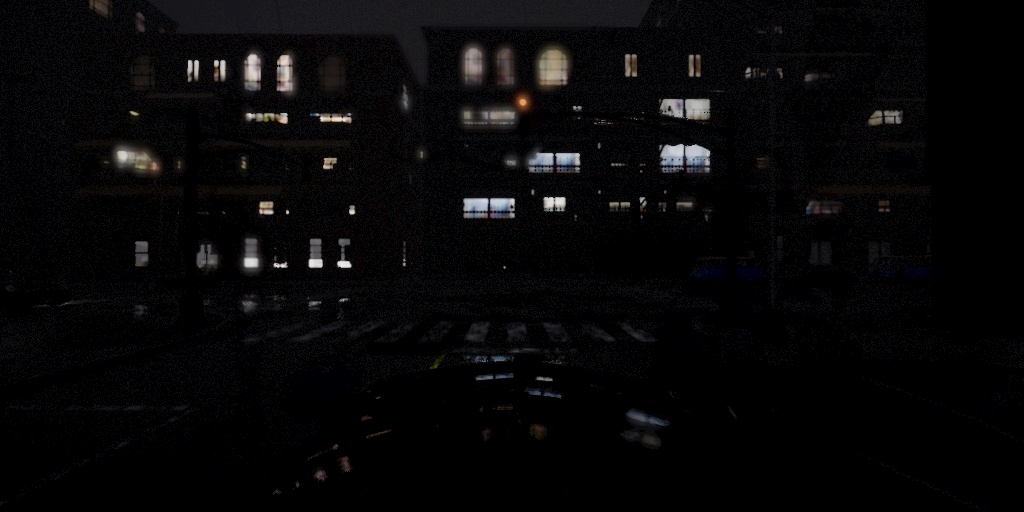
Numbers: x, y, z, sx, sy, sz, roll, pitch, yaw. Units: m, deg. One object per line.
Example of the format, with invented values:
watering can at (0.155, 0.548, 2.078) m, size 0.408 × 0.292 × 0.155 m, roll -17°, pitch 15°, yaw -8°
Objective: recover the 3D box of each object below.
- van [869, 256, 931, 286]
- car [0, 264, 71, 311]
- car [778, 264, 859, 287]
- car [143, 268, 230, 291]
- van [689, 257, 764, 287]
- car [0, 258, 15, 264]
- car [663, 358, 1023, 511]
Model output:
van at (24.340, 0.882, 21.962) m, size 3.998 × 1.789 × 1.690 m, roll 0°, pitch 0°, yaw 0°
car at (-19.670, 1.210, 13.654) m, size 4.097 × 1.591 × 1.967 m, roll 0°, pitch 0°, yaw 0°
car at (18.700, 1.158, 21.923) m, size 4.207 × 1.307 × 1.802 m, roll 0°, pitch 0°, yaw 0°
car at (-19.725, 1.373, 21.793) m, size 4.403 × 1.370 × 2.007 m, roll 0°, pitch 0°, yaw 0°
van at (13.059, 0.952, 21.885) m, size 3.998 × 1.789 × 1.690 m, roll 0°, pitch 0°, yaw 0°
car at (-24.249, 1.071, 16.325) m, size 5.566 × 2.045 × 2.150 m, roll 0°, pitch 0°, yaw 0°
car at (2.566, 1.313, 2.300) m, size 1.948 × 1.339 × 4.313 m, roll 0°, pitch 0°, yaw 0°
